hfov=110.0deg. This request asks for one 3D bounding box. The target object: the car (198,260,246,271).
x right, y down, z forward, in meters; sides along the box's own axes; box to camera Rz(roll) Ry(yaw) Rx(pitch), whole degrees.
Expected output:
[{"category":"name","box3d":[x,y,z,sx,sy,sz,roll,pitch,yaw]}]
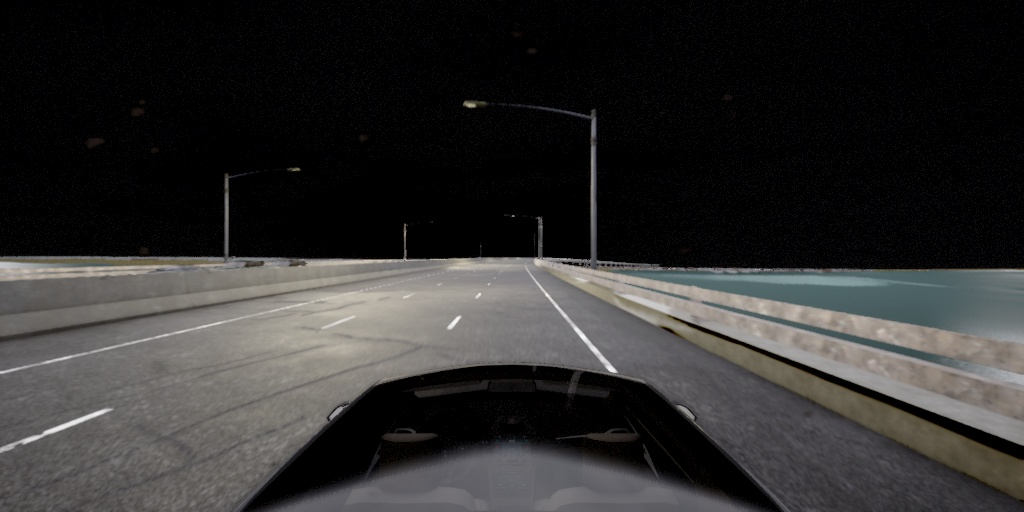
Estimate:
[{"category":"car","box3d":[-20.872,1.127,27.547,2.097,1.767,4.553,0,0,1]}]

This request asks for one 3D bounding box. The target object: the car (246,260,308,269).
[{"category":"car","box3d":[-17.374,1.113,27.386,2.097,1.767,4.553,0,0,1]}]

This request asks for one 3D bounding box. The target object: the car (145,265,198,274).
[{"category":"car","box3d":[-24.393,1.328,26.310,1.994,1.385,4.181,0,0,1]}]
